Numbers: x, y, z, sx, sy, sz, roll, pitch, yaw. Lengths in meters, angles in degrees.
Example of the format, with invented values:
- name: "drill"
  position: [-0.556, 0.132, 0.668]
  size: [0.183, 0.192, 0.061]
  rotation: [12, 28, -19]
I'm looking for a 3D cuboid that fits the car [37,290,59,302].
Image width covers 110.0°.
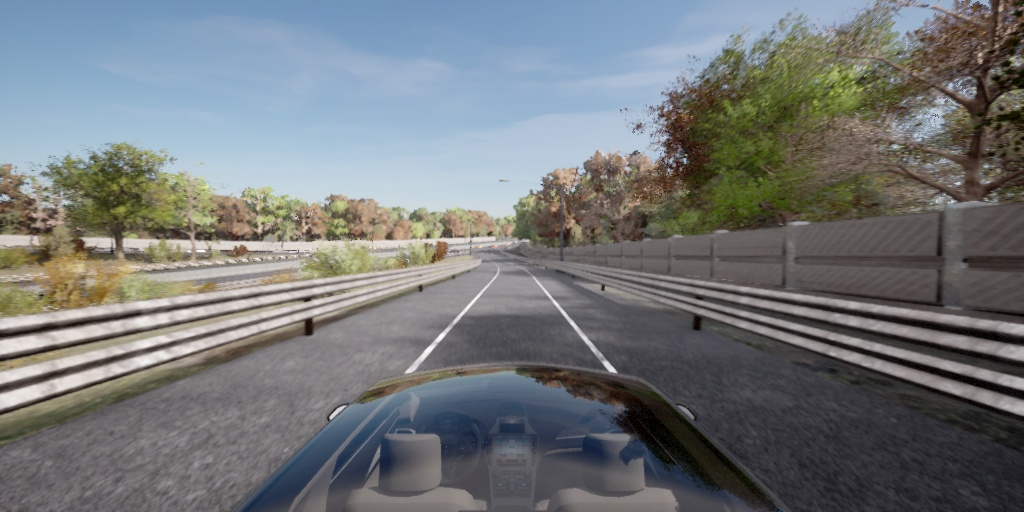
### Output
- name: "car"
  position: [-48.322, 4.054, 39.508]
  size: [1.882, 1.535, 5.008]
  rotation: [1, 4, 15]

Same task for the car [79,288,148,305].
- name: "car"
  position: [-41.534, 4.256, 37.803]
  size: [1.812, 1.442, 4.674]
  rotation: [1, 4, 15]

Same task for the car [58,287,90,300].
- name: "car"
  position: [-44.925, 4.215, 38.672]
  size: [1.994, 1.385, 4.181]
  rotation: [1, 4, 15]
